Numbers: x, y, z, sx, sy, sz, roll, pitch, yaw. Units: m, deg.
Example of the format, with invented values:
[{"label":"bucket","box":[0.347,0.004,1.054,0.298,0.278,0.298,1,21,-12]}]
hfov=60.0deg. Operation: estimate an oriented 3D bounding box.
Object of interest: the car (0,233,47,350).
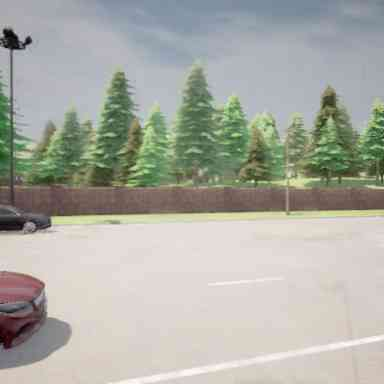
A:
[{"label":"car","box":[-4.464,1.501,4.395,4.674,1.442,1.812,0,0,-19]}]

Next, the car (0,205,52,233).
[{"label":"car","box":[-9.934,1.427,17.316,4.892,1.490,1.837,0,0,-18]}]
